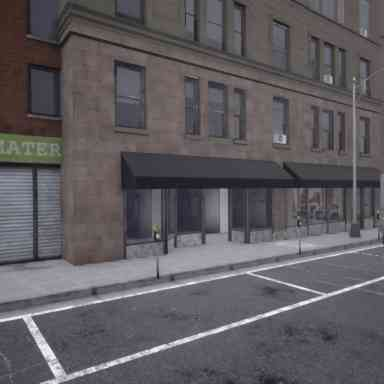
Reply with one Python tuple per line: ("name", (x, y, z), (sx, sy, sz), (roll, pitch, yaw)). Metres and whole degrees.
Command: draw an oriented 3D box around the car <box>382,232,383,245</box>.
("car", (9.291, 1.540, 13.207), (4.507, 1.381, 1.887), (0, -1, -36))
